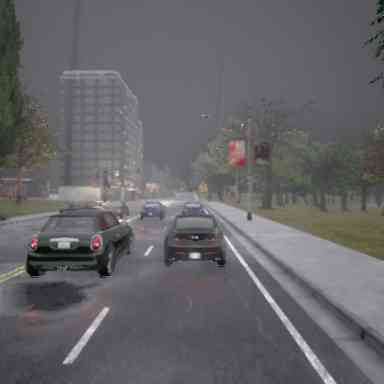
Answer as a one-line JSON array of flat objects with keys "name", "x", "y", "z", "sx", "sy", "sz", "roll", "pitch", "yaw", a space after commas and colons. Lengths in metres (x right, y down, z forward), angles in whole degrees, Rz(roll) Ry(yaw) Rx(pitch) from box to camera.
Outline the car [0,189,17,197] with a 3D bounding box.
[{"name": "car", "x": -30.834, "y": 0.281, "z": 53.742, "sx": 4.553, "sy": 1.767, "sz": 2.097, "roll": 2, "pitch": -2, "yaw": -43}]

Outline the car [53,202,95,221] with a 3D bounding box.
[{"name": "car", "x": -9.865, "y": 1.585, "z": 28.292, "sx": 1.895, "sy": 1.301, "sz": 4.718, "roll": 0, "pitch": 0, "yaw": 0}]

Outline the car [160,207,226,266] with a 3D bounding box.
[{"name": "car", "x": 0.086, "y": 1.484, "z": 11.462, "sx": 1.837, "sy": 1.490, "sz": 4.892, "roll": 0, "pitch": 0, "yaw": 0}]

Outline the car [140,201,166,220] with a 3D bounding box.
[{"name": "car", "x": -3.171, "y": 1.509, "z": 27.740, "sx": 1.812, "sy": 1.442, "sz": 4.674, "roll": 0, "pitch": 0, "yaw": 0}]

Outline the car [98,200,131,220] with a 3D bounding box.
[{"name": "car", "x": -6.615, "y": 1.511, "z": 28.913, "sx": 1.812, "sy": 1.442, "sz": 4.674, "roll": 0, "pitch": 0, "yaw": 0}]

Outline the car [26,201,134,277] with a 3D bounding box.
[{"name": "car", "x": -3.167, "y": 1.332, "z": 10.358, "sx": 2.097, "sy": 1.767, "sz": 4.553, "roll": 0, "pitch": 0, "yaw": 0}]

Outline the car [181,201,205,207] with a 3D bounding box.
[{"name": "car", "x": 0.079, "y": 1.509, "z": 27.724, "sx": 1.812, "sy": 1.442, "sz": 4.674, "roll": 0, "pitch": 0, "yaw": 0}]
